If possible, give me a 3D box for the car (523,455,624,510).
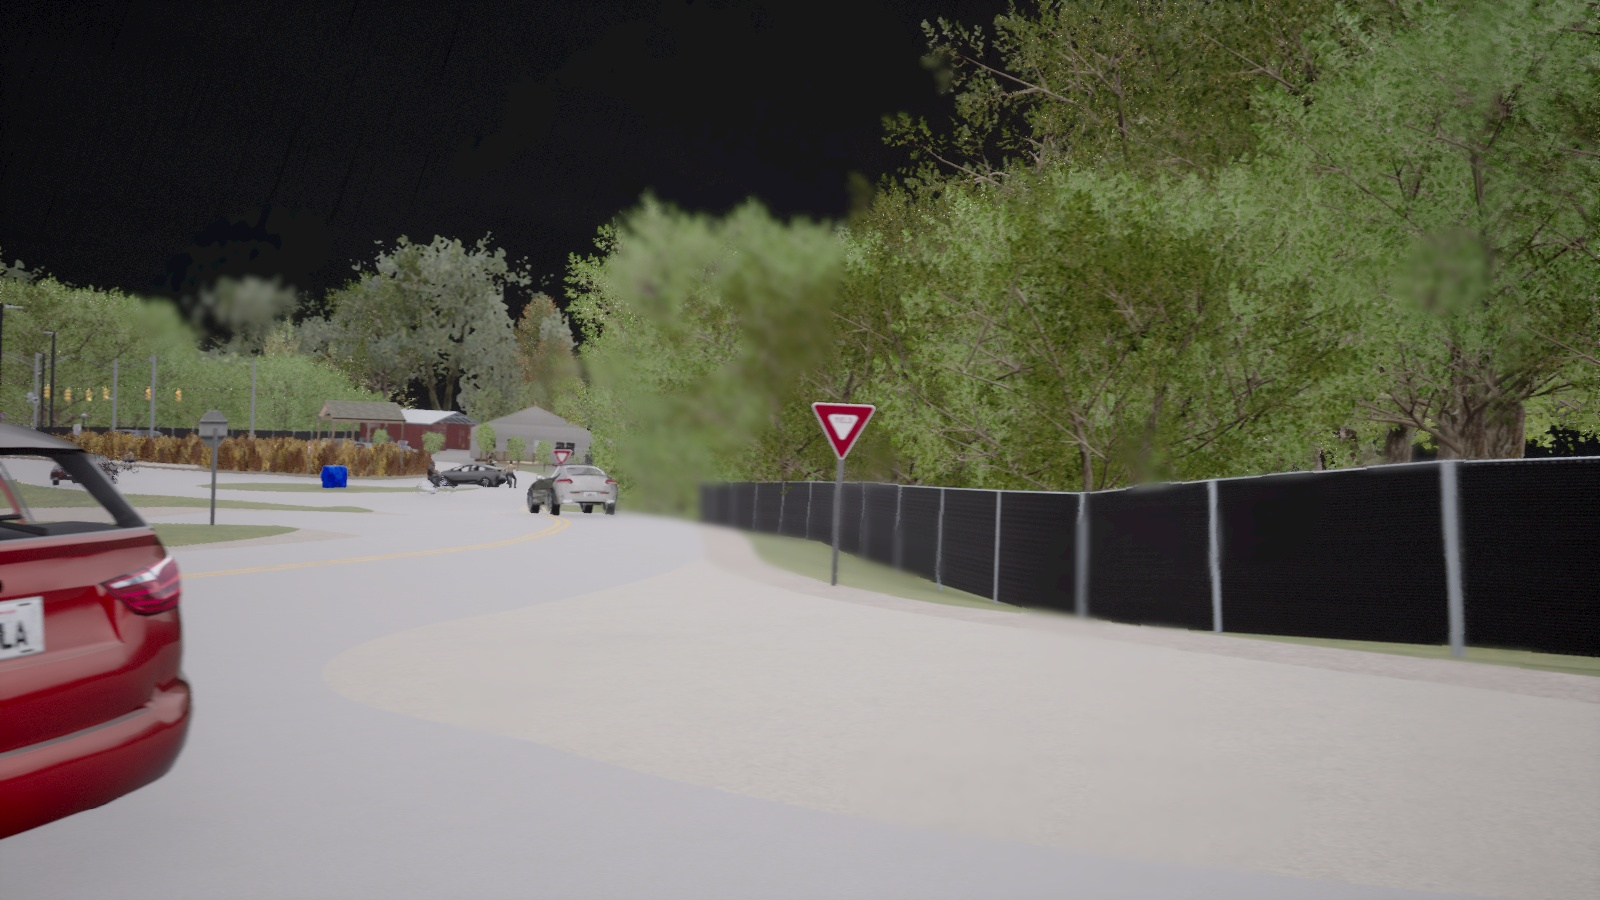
[{"bbox_3d":[-7.503,1.089,41.224,2.152,1.651,5.027,2,-2,-23],"label":"car"}]

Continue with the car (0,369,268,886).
[{"bbox_3d":[-4.747,0.592,4.846,4.611,1.667,2.242,-1,0,19],"label":"car"}]

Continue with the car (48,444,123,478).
[{"bbox_3d":[-37.217,0.578,65.515,2.152,1.651,5.027,2,-1,-15],"label":"car"}]

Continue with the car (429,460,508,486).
[{"bbox_3d":[-21.492,1.473,81.482,4.514,1.525,2.007,2,0,6],"label":"car"}]

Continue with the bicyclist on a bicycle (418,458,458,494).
[{"bbox_3d":[-18.163,1.307,62.968,1.843,1.776,0.659,1,0,-22],"label":"bicyclist on a bicycle"}]
